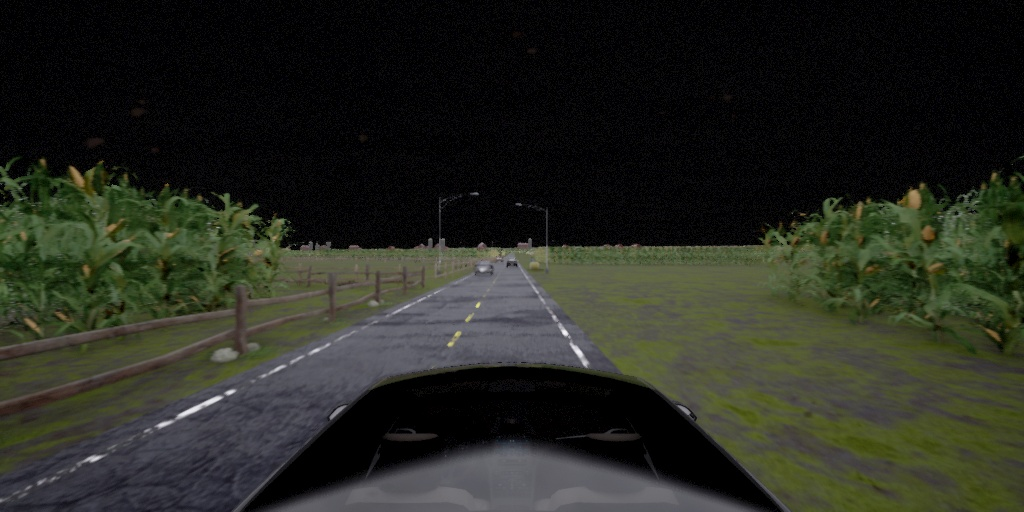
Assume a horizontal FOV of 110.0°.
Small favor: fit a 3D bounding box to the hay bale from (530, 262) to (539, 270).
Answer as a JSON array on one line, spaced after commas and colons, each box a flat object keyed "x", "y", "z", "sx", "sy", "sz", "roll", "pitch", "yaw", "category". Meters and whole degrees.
[{"x": 3.128, "y": 1.345, "z": 49.589, "sx": 1.220, "sy": 1.180, "sz": 1.240, "roll": 0, "pitch": 0, "yaw": 0, "category": "hay bale"}]

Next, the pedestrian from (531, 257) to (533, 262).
[{"x": 2.828, "y": 0.987, "z": 50.695, "sx": 0.375, "sy": 1.860, "sz": 0.375, "roll": -1, "pitch": 1, "yaw": -1, "category": "pedestrian"}]

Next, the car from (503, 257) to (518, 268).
[{"x": 0.003, "y": 1.147, "z": 58.497, "sx": 1.882, "sy": 1.535, "sz": 5.008, "roll": 0, "pitch": 0, "yaw": 0, "category": "car"}]

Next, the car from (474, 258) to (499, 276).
[{"x": -2.834, "y": 1.205, "z": 37.155, "sx": 2.128, "sy": 1.511, "sz": 4.902, "roll": 0, "pitch": 0, "yaw": 0, "category": "car"}]
